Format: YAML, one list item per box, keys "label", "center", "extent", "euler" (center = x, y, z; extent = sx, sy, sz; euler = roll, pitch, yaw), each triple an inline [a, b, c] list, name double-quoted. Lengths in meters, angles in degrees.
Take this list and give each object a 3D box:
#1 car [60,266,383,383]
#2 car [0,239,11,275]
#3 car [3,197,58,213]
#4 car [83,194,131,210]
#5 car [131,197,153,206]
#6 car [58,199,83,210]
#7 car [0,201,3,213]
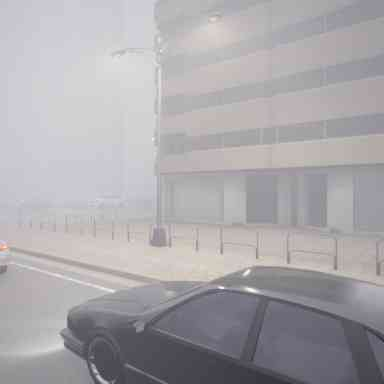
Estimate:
- label: "car"
  center: [0.852, 1.547, 3.404]
  extent: [5.357, 1.411, 2.033]
  euler: [0, 0, 38]
- label: "car"
  center: [-6.747, 1.526, 9.250]
  extent: [4.674, 1.442, 1.812]
  euler: [0, 0, 39]
- label: "car"
  center: [-18.002, 1.407, 37.177]
  extent: [2.097, 1.767, 4.553]
  euler: [0, 0, 37]
- label: "car"
  center: [-11.564, 1.277, 45.661]
  extent: [2.150, 2.045, 5.566]
  euler: [0, 0, 37]
- label: "car"
  center: [-8.635, 1.548, 55.223]
  extent: [2.128, 1.511, 4.902]
  euler: [0, 0, 38]
- label: "car"
  center: [-16.356, 1.603, 45.143]
  extent: [2.033, 1.411, 5.357]
  euler: [0, 0, 37]
- label: "car"
  center: [-22.787, 1.547, 36.703]
  extent: [2.128, 1.511, 4.902]
  euler: [0, 0, 38]
